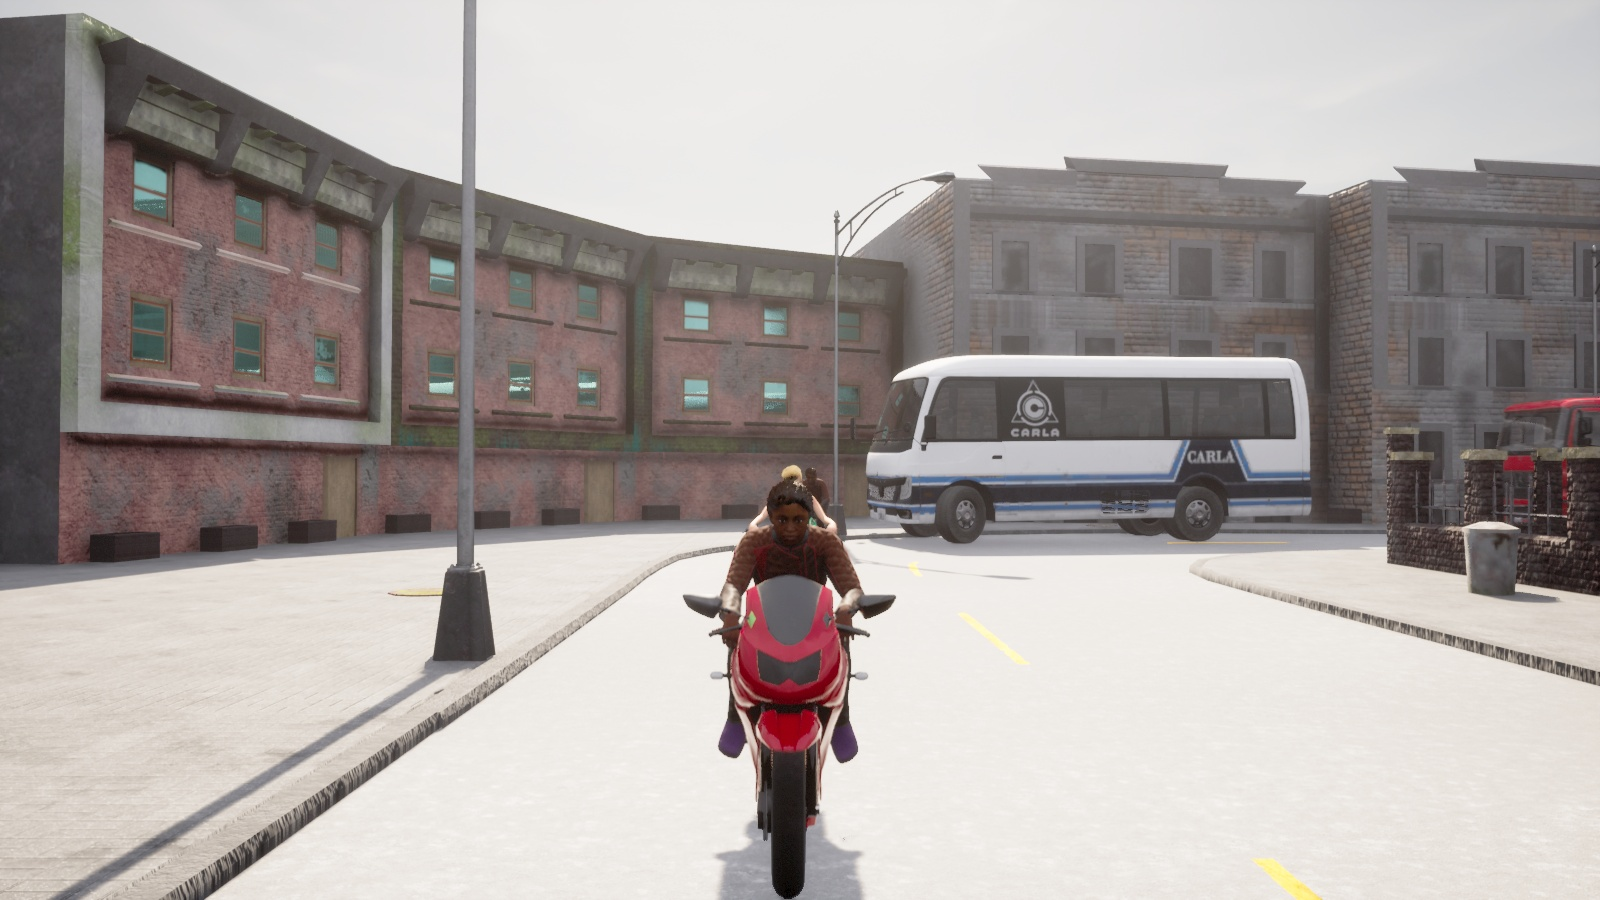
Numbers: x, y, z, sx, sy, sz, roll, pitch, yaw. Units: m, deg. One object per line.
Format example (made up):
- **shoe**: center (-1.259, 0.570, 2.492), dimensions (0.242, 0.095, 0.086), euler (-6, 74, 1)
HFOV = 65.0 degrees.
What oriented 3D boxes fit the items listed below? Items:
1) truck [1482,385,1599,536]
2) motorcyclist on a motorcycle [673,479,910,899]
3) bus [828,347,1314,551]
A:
- **truck**: center (21.184, 0.254, 30.224), dimensions (7.936, 3.462, 2.891), euler (0, -1, 0)
- **motorcyclist on a motorcycle**: center (-0.037, 0.886, 5.280), dimensions (0.797, 1.523, 2.044), euler (0, -1, 0)
- **bus**: center (6.146, -0.096, 29.202), dimensions (10.273, 4.253, 3.944), euler (-1, 0, -13)
